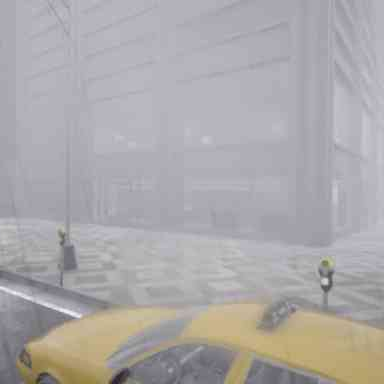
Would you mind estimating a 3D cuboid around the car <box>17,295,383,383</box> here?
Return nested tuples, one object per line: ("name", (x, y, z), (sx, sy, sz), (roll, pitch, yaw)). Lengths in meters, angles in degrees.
("car", (0.421, 1.515, 2.658), (4.829, 1.417, 1.752), (1, 1, 35))
